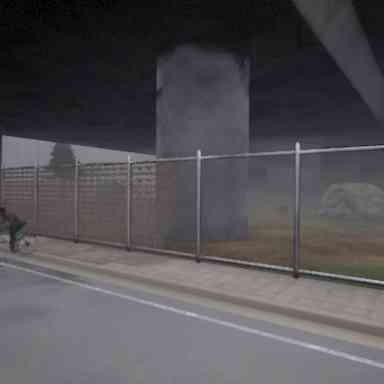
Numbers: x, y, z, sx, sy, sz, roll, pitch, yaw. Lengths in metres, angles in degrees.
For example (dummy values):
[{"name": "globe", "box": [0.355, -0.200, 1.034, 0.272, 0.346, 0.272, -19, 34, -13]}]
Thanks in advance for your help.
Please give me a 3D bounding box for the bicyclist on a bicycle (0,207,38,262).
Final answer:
[{"name": "bicyclist on a bicycle", "box": [-5.537, 1.261, 10.150, 0.582, 1.620, 1.656, 1, 8, 35]}]
